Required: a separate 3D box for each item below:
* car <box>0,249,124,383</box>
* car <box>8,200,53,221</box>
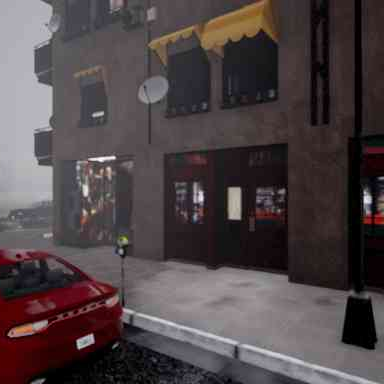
[{"bbox_3d":[-3.008,1.544,5.037,4.507,1.381,1.887,0,0,36],"label":"car"},{"bbox_3d":[-11.087,1.353,25.602,2.033,1.411,5.357,0,1,35],"label":"car"}]
